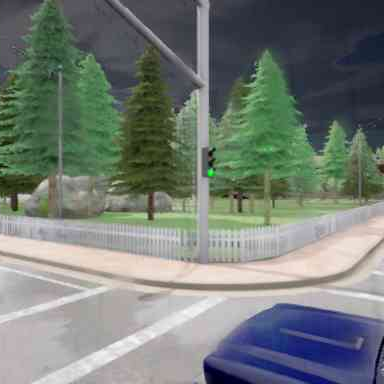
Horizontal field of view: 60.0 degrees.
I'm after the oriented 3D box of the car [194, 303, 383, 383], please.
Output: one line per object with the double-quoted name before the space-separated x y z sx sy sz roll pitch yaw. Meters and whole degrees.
"car" 2.351 1.598 2.291 4.718 1.301 1.895 0 0 35
